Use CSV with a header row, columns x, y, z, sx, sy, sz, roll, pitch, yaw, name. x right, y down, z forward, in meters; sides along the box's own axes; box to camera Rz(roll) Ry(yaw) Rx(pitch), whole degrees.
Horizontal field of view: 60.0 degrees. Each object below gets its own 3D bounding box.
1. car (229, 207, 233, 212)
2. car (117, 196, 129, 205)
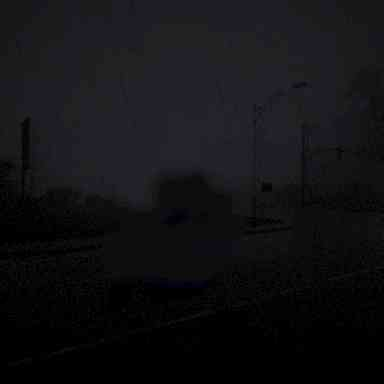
x,y,z,sx,sy,sz,roll,pitch,yaw,name
2.635,1.354,38.608,2.097,1.767,4.553,0,-1,-39,car
-12.560,1.559,57.564,1.837,1.490,4.892,0,0,-39,car
